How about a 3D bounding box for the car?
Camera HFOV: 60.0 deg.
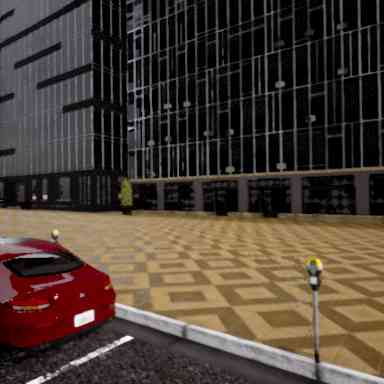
[{"bbox_3d":[-3.316,1.530,5.802,4.674,1.442,1.812,0,0,35],"label":"car"}]
